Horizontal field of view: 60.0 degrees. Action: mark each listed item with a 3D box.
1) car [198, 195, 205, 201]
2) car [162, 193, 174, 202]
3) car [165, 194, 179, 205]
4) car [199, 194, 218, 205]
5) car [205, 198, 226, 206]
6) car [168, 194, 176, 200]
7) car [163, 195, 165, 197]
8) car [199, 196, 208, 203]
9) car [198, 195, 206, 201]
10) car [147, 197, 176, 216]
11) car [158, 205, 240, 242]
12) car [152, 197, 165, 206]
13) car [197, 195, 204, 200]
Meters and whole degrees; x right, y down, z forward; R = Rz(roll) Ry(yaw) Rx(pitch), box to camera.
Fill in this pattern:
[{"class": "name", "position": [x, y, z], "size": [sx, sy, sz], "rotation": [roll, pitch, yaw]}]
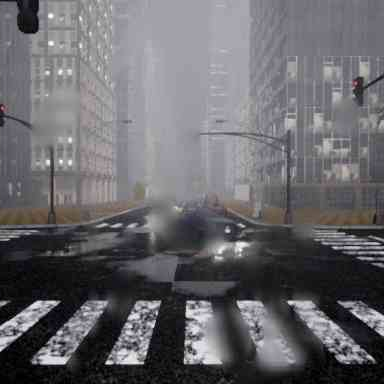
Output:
[{"class": "car", "position": [2.388, 1.465, 87.578], "size": [1.752, 1.417, 4.829], "rotation": [-1, 0, 0]}, {"class": "car", "position": [-5.474, 1.266, 76.319], "size": [2.192, 1.841, 5.009], "rotation": [-1, 0, 0]}, {"class": "car", "position": [-2.934, 1.465, 49.666], "size": [2.128, 1.511, 4.902], "rotation": [0, 0, 0]}, {"class": "car", "position": [2.457, 1.293, 43.212], "size": [2.192, 1.841, 5.009], "rotation": [-1, 0, 0]}, {"class": "car", "position": [2.461, 1.566, 32.163], "size": [1.802, 1.307, 4.206], "rotation": [-1, 0, 0]}, {"class": "car", "position": [-5.503, 1.375, 92.893], "size": [1.967, 1.590, 4.097], "rotation": [-1, 0, 0]}, {"class": "car", "position": [-5.420, 1.414, 48.696], "size": [1.967, 1.590, 4.097], "rotation": [-1, 0, 0]}, {"class": "car", "position": [2.420, 1.501, 70.834], "size": [1.887, 1.381, 4.507], "rotation": [-1, 0, 0]}, {"class": "car", "position": [2.400, 1.528, 81.884], "size": [1.802, 1.307, 4.206], "rotation": [-1, 0, 0]}, {"class": "car", "position": [-2.911, 1.489, 32.672], "size": [1.837, 1.490, 4.892], "rotation": [0, 0, 0]}, {"class": "car", "position": [0.392, 1.555, 16.527], "size": [1.994, 1.385, 4.181], "rotation": [0, 0, -37]}, {"class": "car", "position": [-5.428, 1.552, 54.221], "size": [1.802, 1.307, 4.206], "rotation": [-1, 0, 0]}, {"class": "car", "position": [2.378, 1.480, 92.933], "size": [1.887, 1.381, 4.507], "rotation": [-1, 0, 0]}]
